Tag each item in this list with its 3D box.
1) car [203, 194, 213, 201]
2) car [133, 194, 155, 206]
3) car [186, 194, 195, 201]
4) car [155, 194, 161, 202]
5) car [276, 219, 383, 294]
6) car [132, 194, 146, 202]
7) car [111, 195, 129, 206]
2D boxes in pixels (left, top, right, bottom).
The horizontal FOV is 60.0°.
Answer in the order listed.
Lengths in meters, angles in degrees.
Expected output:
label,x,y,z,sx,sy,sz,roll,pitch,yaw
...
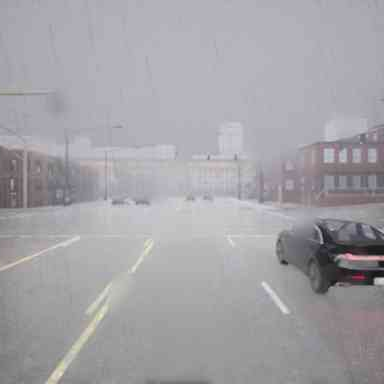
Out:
label,x,y,z,sx,sy,sz,roll,pitch,yaw
car,3.268,1.128,69.109,1.837,1.490,4.892,0,0,0
car,-7.236,1.291,49.909,2.033,1.411,5.357,0,0,0
car,-0.232,1.151,69.093,2.128,1.511,4.902,0,0,0
car,-7.229,1.155,66.034,2.128,1.511,4.902,0,1,0
car,3.549,1.446,8.625,2.128,1.511,4.902,0,0,0
car,-10.726,1.199,67.240,2.033,1.411,5.357,0,0,0
car,-10.735,1.249,49.852,1.837,1.490,4.892,0,0,0
